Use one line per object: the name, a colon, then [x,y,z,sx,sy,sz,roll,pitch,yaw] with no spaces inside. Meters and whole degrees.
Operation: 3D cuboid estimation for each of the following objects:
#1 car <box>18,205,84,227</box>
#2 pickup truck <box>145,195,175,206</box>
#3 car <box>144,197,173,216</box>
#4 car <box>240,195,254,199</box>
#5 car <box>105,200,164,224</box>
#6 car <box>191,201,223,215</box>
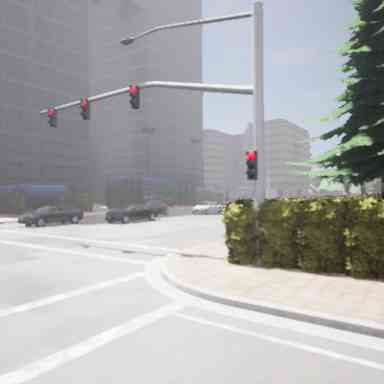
car: [-10.693,1.792,25.496,1.837,1.490,4.892,-1,0,35]
pickup truck: [-5.910,1.507,54.931,6.274,2.098,2.390,0,0,-24]
car: [-4.462,1.642,34.367,2.097,1.767,4.553,-1,-1,35]
car: [9.181,1.514,53.603,2.150,2.045,5.566,-1,-1,36]
car: [-4.930,1.722,27.614,1.882,1.535,5.008,-1,0,35]
car: [1.727,1.771,37.055,1.812,1.442,4.674,-1,-1,35]
